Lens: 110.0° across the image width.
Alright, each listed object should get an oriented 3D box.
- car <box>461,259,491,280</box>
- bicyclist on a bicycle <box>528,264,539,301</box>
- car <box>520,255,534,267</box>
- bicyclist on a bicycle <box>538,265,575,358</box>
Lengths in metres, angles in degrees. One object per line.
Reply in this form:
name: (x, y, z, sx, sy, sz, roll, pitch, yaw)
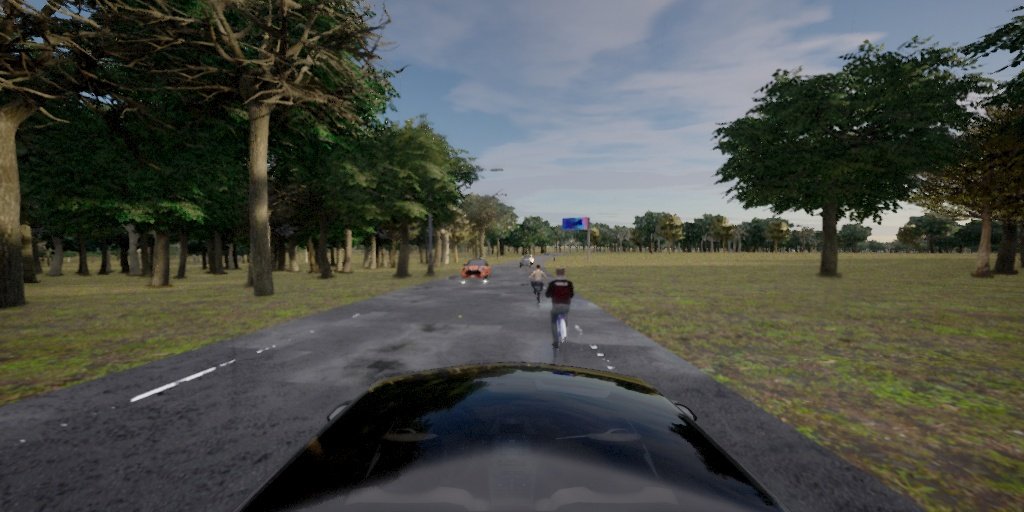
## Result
car: (-3.014, 1.054, 30.819, 2.097, 1.767, 4.553, 0, 0, 2)
bicyclist on a bicycle: (1.106, 1.161, 15.250, 0.866, 1.612, 1.509, 0, 0, 1)
car: (2.280, 1.108, 60.021, 2.128, 1.511, 4.902, 0, 0, 4)
bicyclist on a bicycle: (1.005, 1.106, 7.611, 0.659, 1.776, 1.843, 0, 1, 0)
